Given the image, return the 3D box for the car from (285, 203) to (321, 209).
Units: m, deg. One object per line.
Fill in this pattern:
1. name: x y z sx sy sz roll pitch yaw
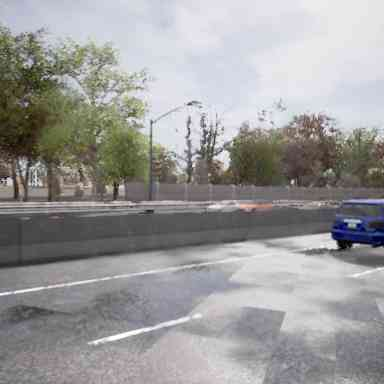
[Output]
1. car: 10.710 1.691 28.830 5.008 1.535 1.882 1 0 -35

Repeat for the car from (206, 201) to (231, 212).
1. car: 3.709 1.727 36.350 4.674 1.442 1.812 1 0 -37

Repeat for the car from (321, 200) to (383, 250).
1. car: 8.082 1.341 13.813 5.566 2.045 2.150 1 0 -35

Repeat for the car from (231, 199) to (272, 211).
1. car: 6.759 1.567 34.607 4.553 1.767 2.097 1 0 -35

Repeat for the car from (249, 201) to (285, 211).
1. car: 7.906 1.806 31.130 4.718 1.301 1.895 1 0 -35
